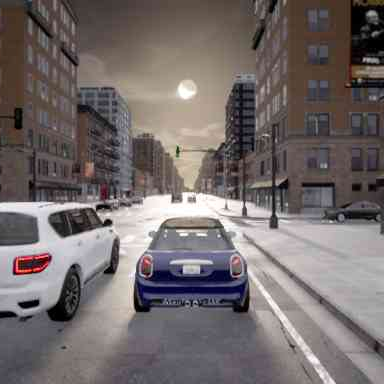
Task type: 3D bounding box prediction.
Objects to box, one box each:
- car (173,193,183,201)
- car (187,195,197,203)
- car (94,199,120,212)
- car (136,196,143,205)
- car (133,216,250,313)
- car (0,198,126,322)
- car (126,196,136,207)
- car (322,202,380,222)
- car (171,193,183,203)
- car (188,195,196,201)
[{"bbox_3d":[-3.312,1.173,80.343,2.150,2.045,5.566,0,0,0],"label":"car"},{"bbox_3d":[-0.054,1.448,69.207,2.128,1.511,4.902,0,0,0],"label":"car"},{"bbox_3d":[-9.880,1.581,39.100,1.895,1.301,4.718,0,0,0],"label":"car"},{"bbox_3d":[-9.873,1.468,59.533,1.837,1.490,4.892,0,0,0],"label":"car"},{"bbox_3d":[0.002,1.348,7.830,2.097,1.767,4.553,0,0,0],"label":"car"},{"bbox_3d":[-3.154,1.219,7.372,2.150,2.045,5.566,0,0,0],"label":"car"},{"bbox_3d":[-9.900,1.536,49.131,1.994,1.385,4.181,0,0,-1],"label":"car"},{"bbox_3d":[12.702,1.533,25.854,4.892,1.490,1.837,0,0,2],"label":"car"},{"bbox_3d":[-3.217,1.177,69.952,2.150,2.045,5.566,0,0,0],"label":"car"},{"bbox_3d":[-0.062,1.414,79.656,1.895,1.301,4.718,0,0,0],"label":"car"}]
